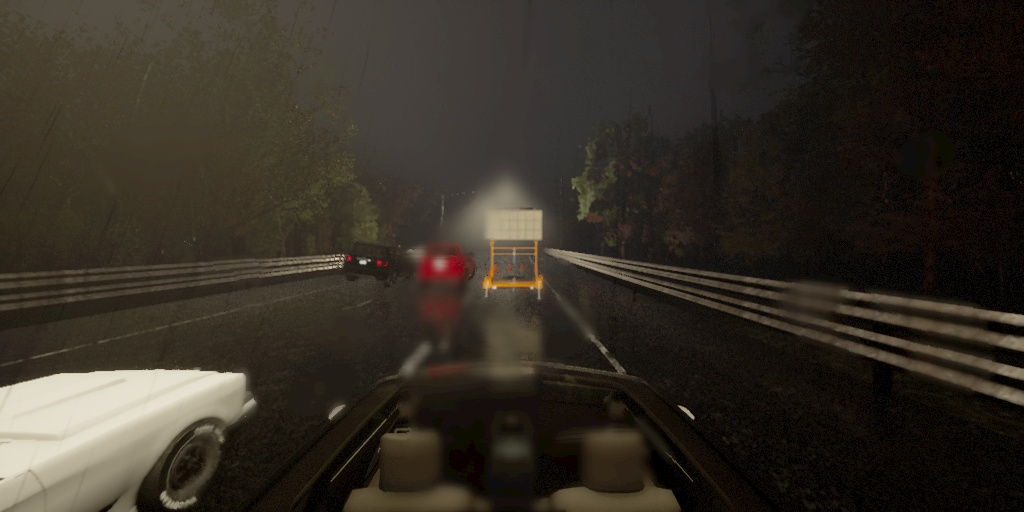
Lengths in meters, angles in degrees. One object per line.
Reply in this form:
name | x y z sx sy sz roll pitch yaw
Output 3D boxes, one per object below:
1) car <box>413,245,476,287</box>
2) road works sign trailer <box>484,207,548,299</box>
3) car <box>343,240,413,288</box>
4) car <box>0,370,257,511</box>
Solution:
car | -3.252 0.424 18.972 2.150 2.045 5.566 0 2 1
road works sign trailer | 0.096 -0.210 14.983 2.380 3.560 2.880 0 0 1
car | -6.635 0.321 18.766 2.150 2.045 5.566 9 2 1
car | -3.388 1.368 1.278 1.895 1.301 4.718 0 2 0
